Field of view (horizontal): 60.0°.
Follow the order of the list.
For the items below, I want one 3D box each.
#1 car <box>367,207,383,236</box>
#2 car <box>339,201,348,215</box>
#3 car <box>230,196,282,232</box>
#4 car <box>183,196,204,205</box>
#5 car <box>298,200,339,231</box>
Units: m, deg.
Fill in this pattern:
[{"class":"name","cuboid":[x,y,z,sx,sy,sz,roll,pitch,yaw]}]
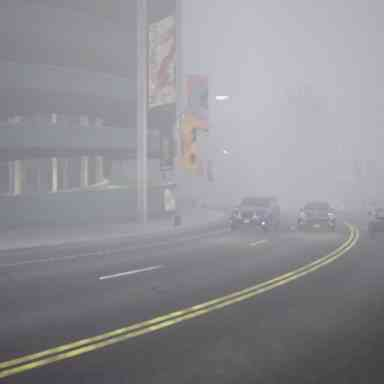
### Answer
[{"class":"car","cuboid":[10.461,1.531,17.720,1.812,1.442,4.674,0,0,27]},{"class":"car","cuboid":[14.522,1.560,34.430,1.812,1.442,4.674,0,0,3]},{"class":"car","cuboid":[4.142,1.262,20.774,2.150,2.045,5.566,0,0,25]},{"class":"car","cuboid":[-0.423,1.682,65.133,2.128,1.511,4.902,0,0,-31]},{"class":"car","cuboid":[7.931,1.378,21.072,2.097,1.767,4.553,0,0,21]}]
